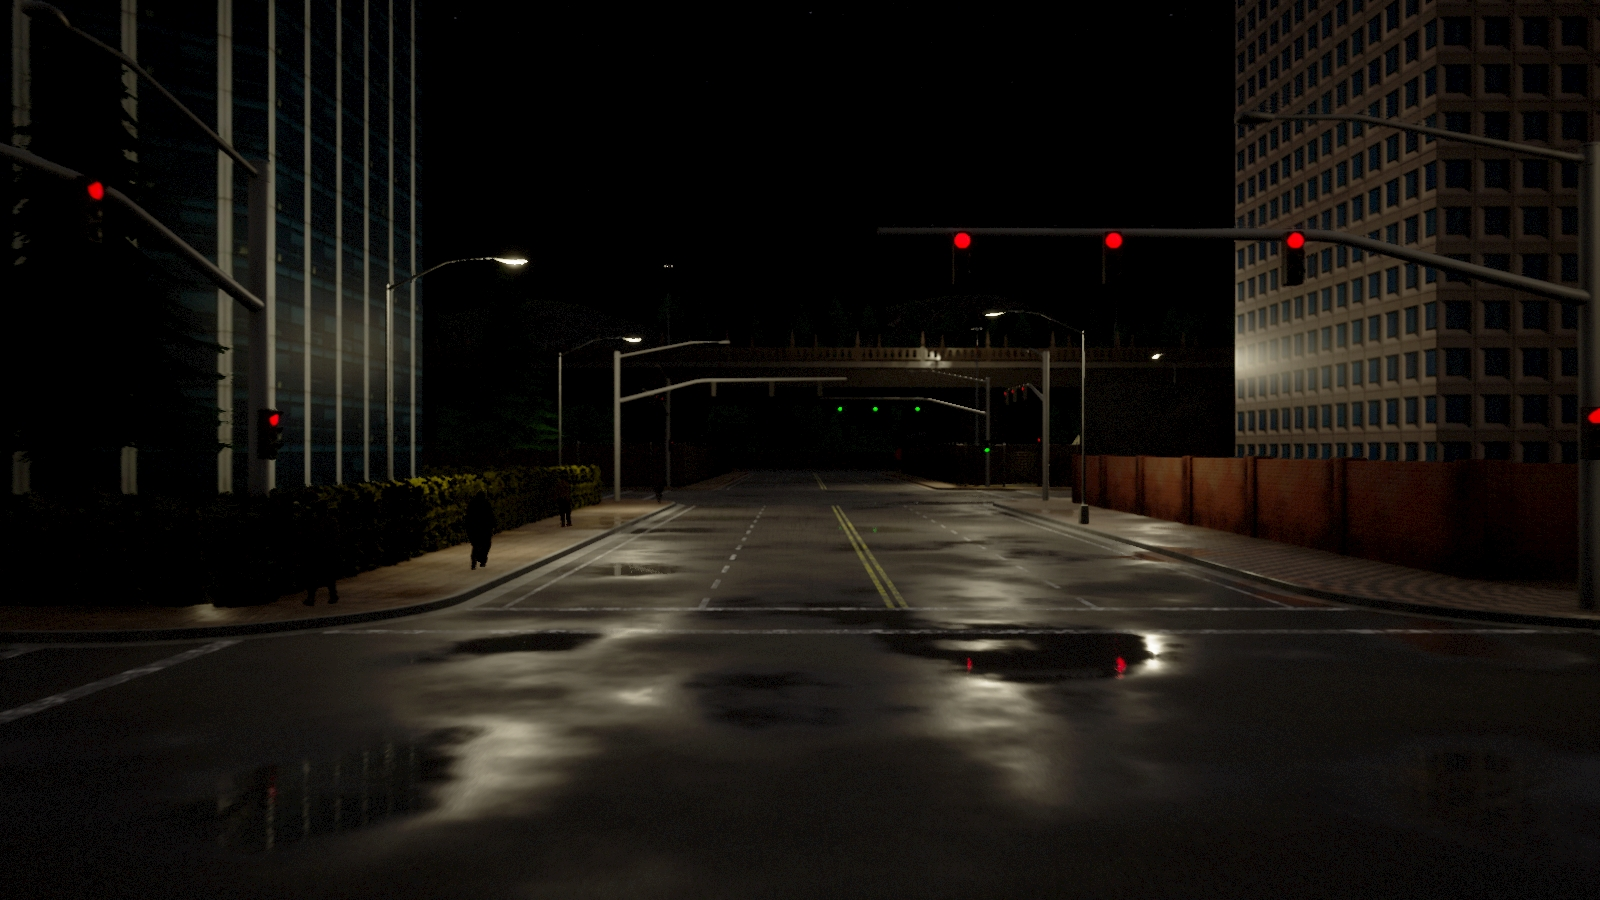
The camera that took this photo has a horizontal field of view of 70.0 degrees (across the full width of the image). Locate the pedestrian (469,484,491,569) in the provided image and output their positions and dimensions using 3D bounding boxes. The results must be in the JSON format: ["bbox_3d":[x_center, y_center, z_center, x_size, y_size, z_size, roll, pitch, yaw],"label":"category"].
[{"bbox_3d":[-7.127,1.694,25.445,0.375,1.860,0.375,0,0,1],"label":"pedestrian"}]

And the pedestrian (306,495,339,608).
[{"bbox_3d":[-8.045,1.694,19.239,0.375,1.860,0.375,0,0,7],"label":"pedestrian"}]

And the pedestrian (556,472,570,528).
[{"bbox_3d":[-8.004,1.694,38.653,0.375,1.860,0.375,0,0,5],"label":"pedestrian"}]
